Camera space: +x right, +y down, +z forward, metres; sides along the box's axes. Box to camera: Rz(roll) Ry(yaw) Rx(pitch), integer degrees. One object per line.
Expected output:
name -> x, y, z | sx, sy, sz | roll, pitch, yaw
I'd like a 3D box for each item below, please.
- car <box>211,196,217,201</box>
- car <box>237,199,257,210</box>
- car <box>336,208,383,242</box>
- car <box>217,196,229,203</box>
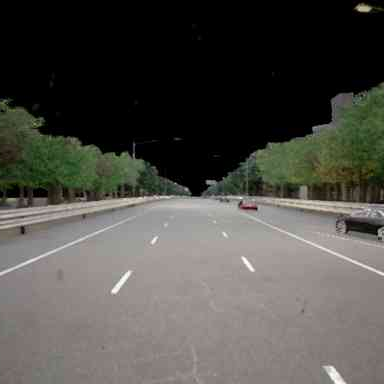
car -> 7.109, 1.861, 94.000 | 1.895, 1.301, 4.718 | 0, -1, 0
car -> 6.996, 1.582, 42.171 | 1.994, 1.385, 4.181 | 0, 0, 0
car -> 9.169, 1.517, 16.481 | 2.128, 1.511, 4.902 | 0, 0, -12
car -> 7.020, 1.610, 72.968 | 1.812, 1.442, 4.674 | 0, 0, 0
